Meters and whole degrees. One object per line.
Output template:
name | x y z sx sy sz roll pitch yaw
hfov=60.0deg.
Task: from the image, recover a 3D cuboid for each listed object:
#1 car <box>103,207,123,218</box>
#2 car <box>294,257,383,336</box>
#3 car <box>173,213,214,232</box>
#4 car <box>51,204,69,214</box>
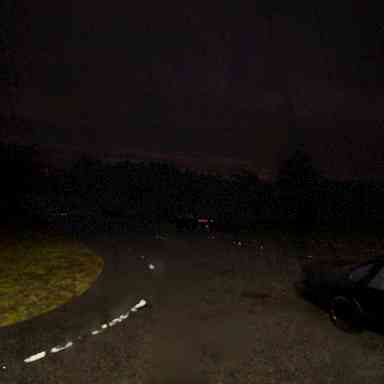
car | -12.128 3.027 50.993 2.097 1.767 4.553 4 -3 -28
car | 4.053 1.759 5.017 2.033 1.411 5.357 2 -2 -28
car | 0.038 2.495 27.752 2.128 1.511 4.902 4 -3 -28
car | -23.009 3.102 57.605 1.994 1.385 4.181 4 -3 -23
